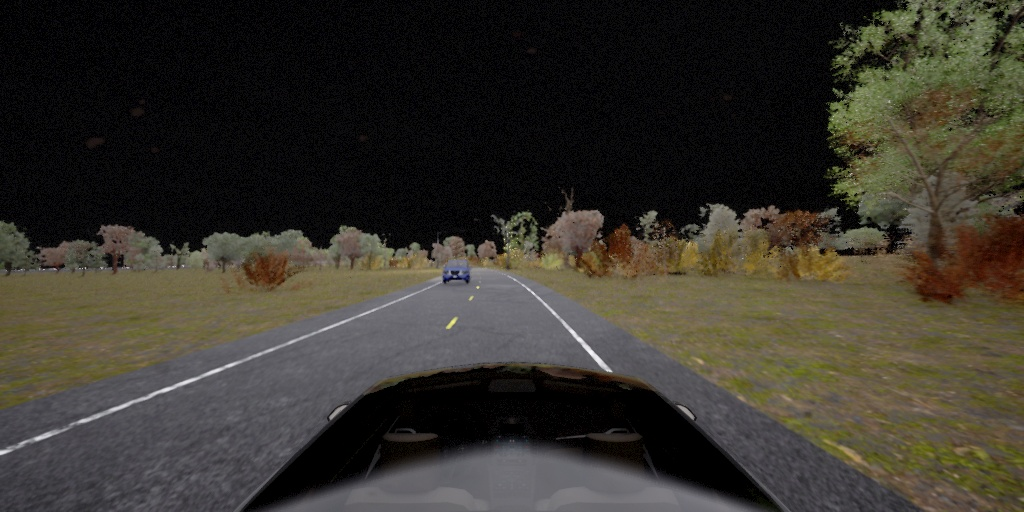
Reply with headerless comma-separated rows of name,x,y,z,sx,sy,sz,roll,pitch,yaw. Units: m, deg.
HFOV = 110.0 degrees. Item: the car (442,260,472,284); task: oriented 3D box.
car,-4.682,1.319,31.067,2.150,2.045,5.566,0,-1,-4
